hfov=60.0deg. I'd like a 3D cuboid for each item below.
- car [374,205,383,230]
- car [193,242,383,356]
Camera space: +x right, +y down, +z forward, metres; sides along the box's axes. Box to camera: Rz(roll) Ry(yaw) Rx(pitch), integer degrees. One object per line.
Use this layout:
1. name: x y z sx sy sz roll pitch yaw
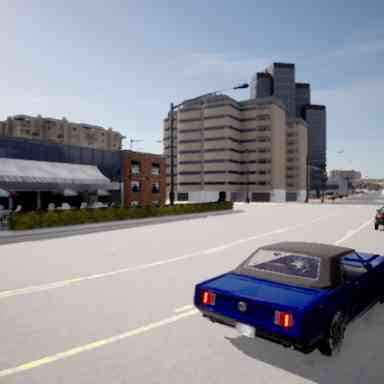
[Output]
1. car: 12.378 1.505 20.400 1.812 1.442 4.674 0 0 34
2. car: 2.254 1.601 6.163 1.895 1.301 4.718 0 0 43
